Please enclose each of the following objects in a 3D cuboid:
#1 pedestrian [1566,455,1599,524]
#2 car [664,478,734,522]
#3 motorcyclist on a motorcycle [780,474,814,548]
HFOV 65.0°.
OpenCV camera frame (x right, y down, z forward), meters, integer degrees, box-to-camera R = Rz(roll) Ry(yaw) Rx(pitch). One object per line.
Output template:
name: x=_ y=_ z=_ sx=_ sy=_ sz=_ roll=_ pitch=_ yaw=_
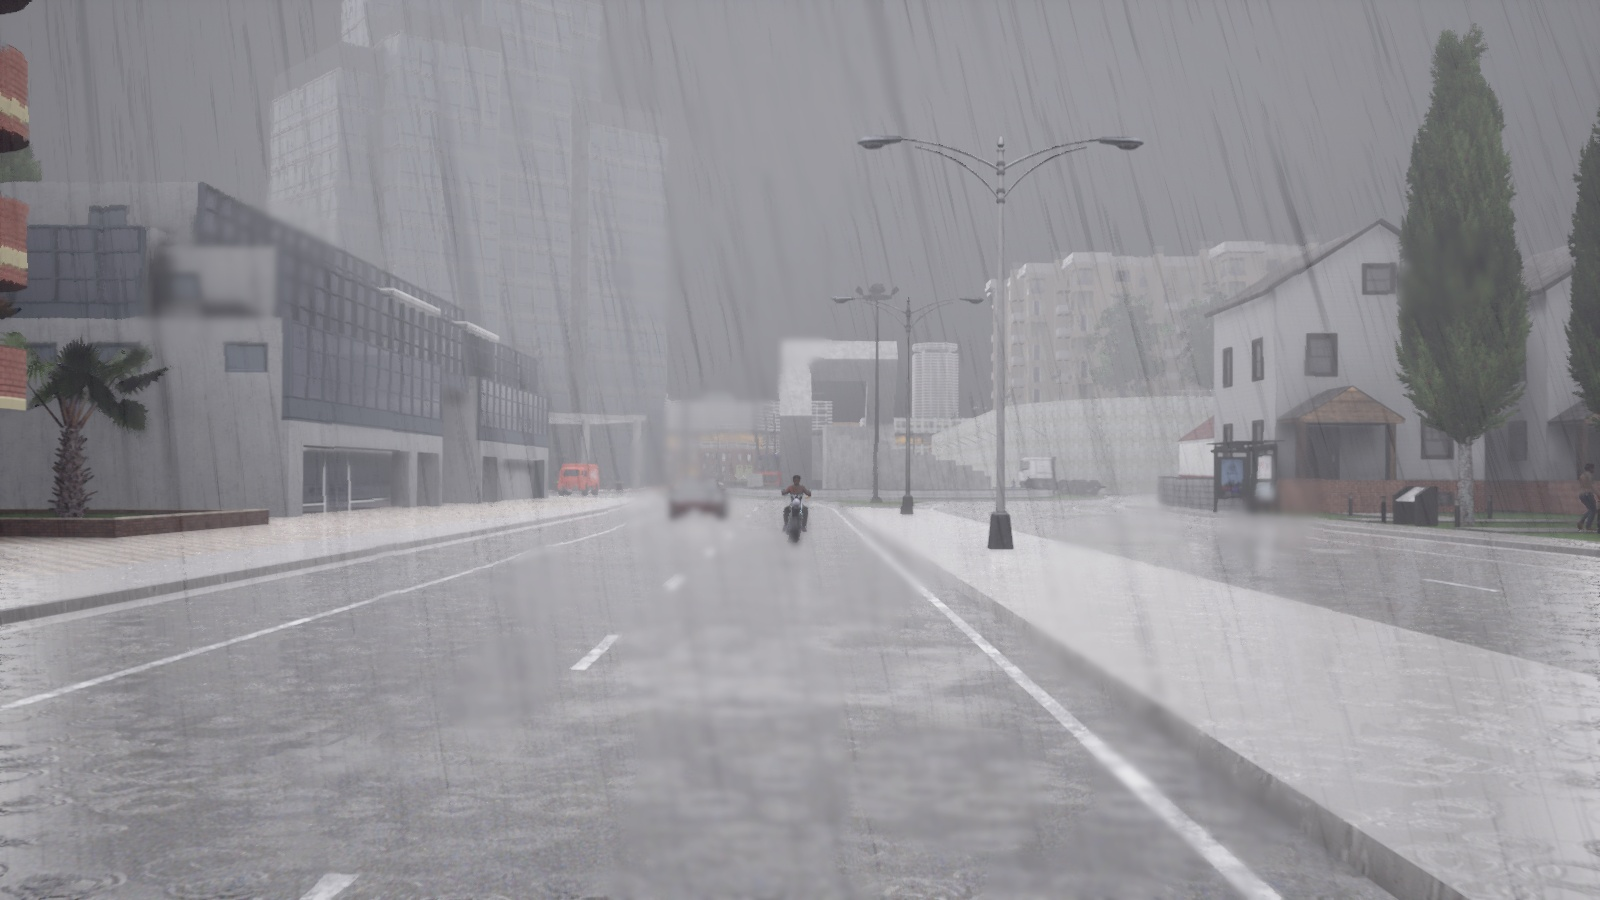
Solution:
pedestrian: x=20.748 y=1.034 z=33.108 sx=0.869 sy=1.805 sz=0.328 roll=0 pitch=-1 yaw=0
car: x=-3.613 y=1.789 z=45.656 sx=2.163 sy=1.488 sz=4.792 roll=0 pitch=-1 yaw=0
motorcyclist on a motorcycle: x=-0.073 y=1.385 z=29.356 sx=0.766 sy=1.649 sz=2.350 roll=0 pitch=-1 yaw=0
